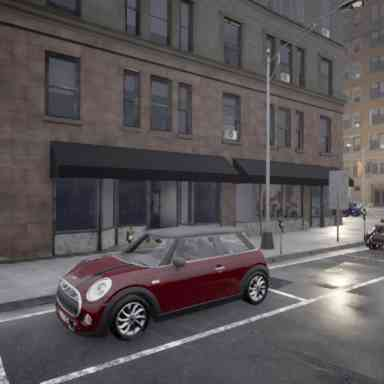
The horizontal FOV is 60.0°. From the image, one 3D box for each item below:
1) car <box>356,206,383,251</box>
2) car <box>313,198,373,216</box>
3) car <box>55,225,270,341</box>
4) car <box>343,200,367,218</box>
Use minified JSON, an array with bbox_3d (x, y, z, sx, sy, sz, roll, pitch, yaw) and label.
[{"bbox_3d":[8.487,1.442,12.863,4.097,1.590,1.967,0,0,-36],"label":"car"},{"bbox_3d":[14.419,1.410,32.040,2.128,1.511,4.902,1,0,-36],"label":"car"},{"bbox_3d":[-0.438,1.440,6.456,4.097,1.590,1.967,0,0,-36],"label":"car"},{"bbox_3d":[12.293,1.118,29.443,2.150,2.045,5.566,1,0,-36],"label":"car"}]
